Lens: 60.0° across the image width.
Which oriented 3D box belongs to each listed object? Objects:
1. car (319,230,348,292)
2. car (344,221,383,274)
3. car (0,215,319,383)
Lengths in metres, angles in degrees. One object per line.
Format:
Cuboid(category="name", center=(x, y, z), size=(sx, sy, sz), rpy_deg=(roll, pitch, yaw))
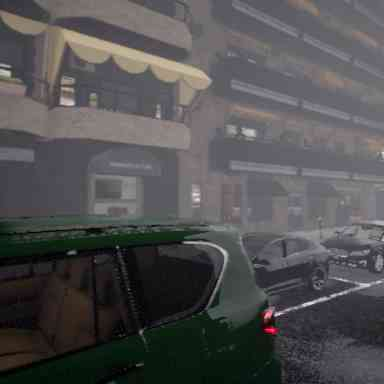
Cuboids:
Cuboid(category="car", center=(1.407, 1.628, 7.590), size=(4.313, 1.339, 1.947), rpy_deg=(0, 0, -36))
Cuboid(category="car", center=(5.913, 1.648, 10.863), size=(4.403, 1.369, 2.008), rpy_deg=(0, 0, -36))
Cuboid(category="car", center=(-1.830, 1.235, 2.054), size=(5.566, 2.045, 2.150), rpy_deg=(0, -1, -36))
